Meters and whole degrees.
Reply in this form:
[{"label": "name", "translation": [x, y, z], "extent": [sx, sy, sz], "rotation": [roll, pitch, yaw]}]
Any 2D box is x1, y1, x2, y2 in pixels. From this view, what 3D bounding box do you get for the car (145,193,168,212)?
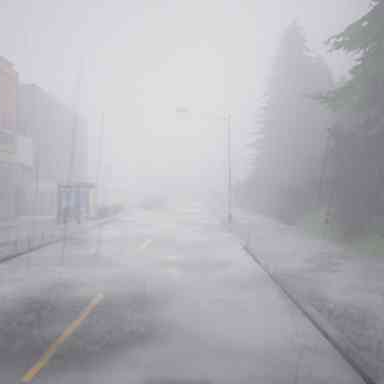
[{"label": "car", "translation": [-4.073, 1.176, 38.792], "extent": [2.150, 2.045, 5.566], "rotation": [0, 0, 0]}]
